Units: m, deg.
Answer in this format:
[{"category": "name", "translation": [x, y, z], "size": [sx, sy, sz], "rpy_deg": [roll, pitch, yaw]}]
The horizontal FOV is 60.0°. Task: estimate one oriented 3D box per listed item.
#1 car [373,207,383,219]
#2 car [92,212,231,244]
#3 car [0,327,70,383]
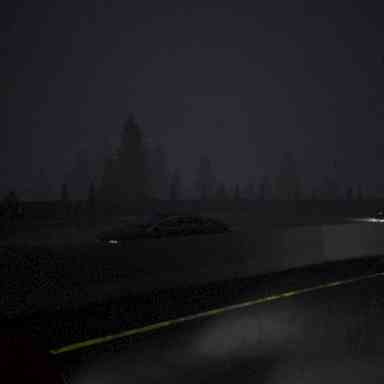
[{"category": "car", "translation": [17.183, 1.550, 27.598], "size": [4.181, 1.385, 1.994], "rpy_deg": [0, 0, -18]}, {"category": "car", "translation": [-0.915, 1.467, 11.469], "size": [4.902, 1.511, 2.128], "rpy_deg": [0, 0, -31]}, {"category": "car", "translation": [-2.977, 1.598, 1.523], "size": [4.718, 1.301, 1.895], "rpy_deg": [0, 0, -36]}]
